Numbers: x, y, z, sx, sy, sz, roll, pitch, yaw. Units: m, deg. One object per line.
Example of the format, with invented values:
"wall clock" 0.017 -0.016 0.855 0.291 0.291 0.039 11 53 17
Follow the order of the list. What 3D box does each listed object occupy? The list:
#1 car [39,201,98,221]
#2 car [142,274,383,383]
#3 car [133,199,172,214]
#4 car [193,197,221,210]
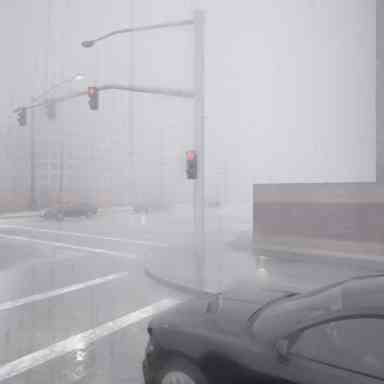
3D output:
"car" -10.075 1.491 27.417 2.128 1.511 4.902 0 0 34
"car" 1.759 1.478 2.751 5.008 1.535 1.882 0 0 37
"car" -4.146 1.505 35.555 1.837 1.490 4.892 0 0 36
"car" 2.025 1.478 44.009 1.882 1.535 5.008 0 0 36
